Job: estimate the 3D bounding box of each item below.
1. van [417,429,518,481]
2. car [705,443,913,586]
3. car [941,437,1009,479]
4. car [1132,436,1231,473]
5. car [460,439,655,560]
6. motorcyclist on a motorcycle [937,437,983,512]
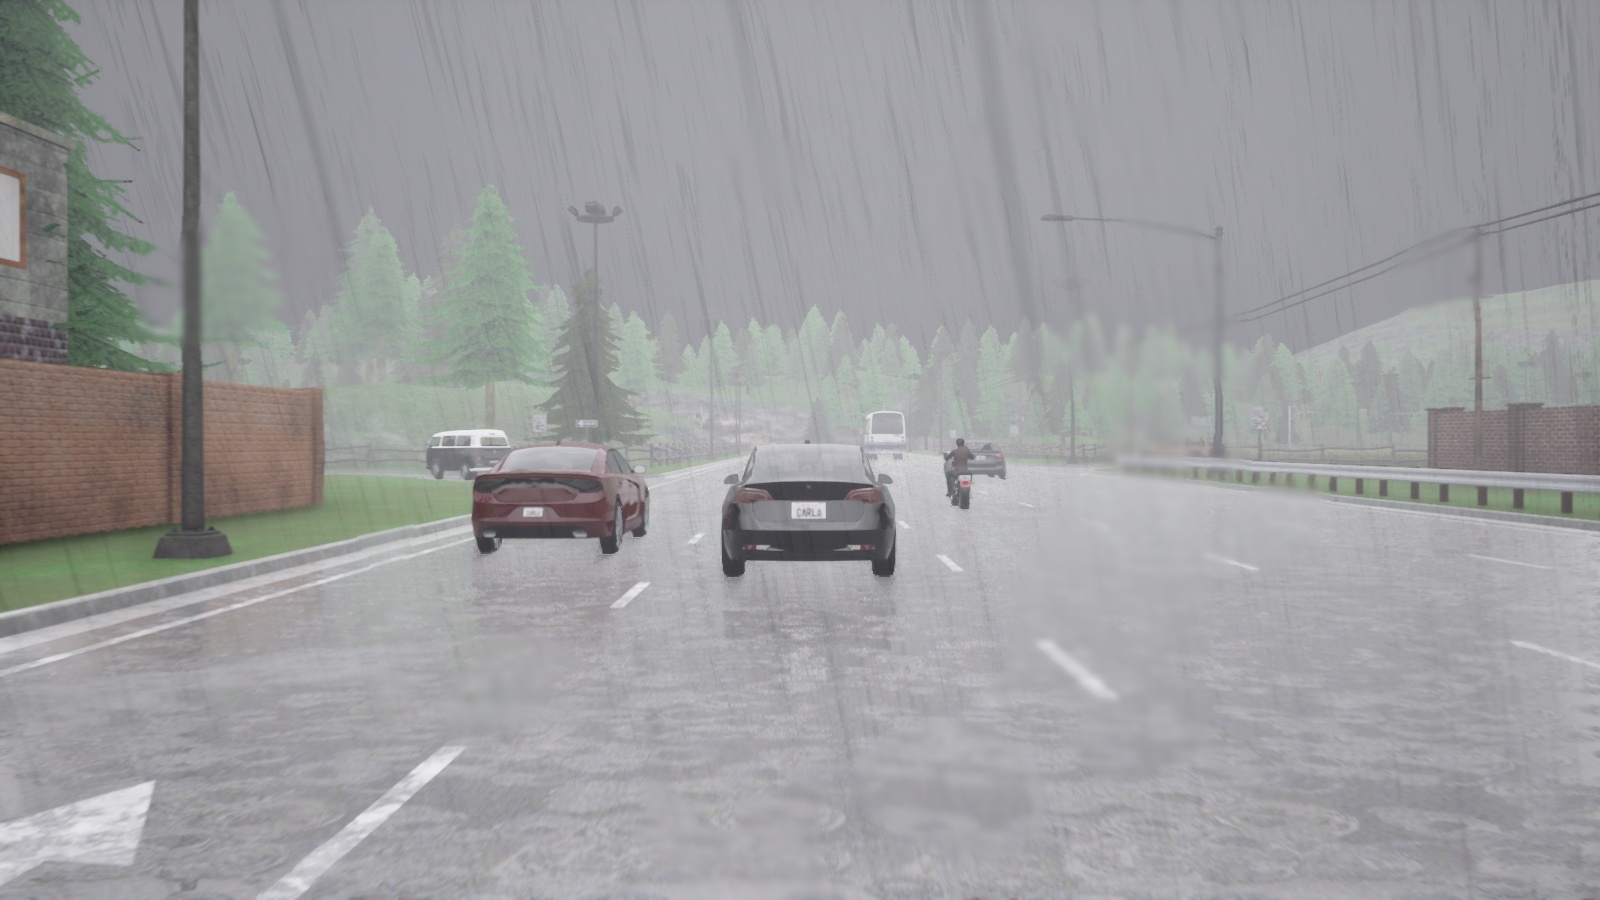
[{"bbox_3d":[-13.586,0.171,51.175,2.069,2.038,4.480,0,0,-43],"label":"van"},{"bbox_3d":[0.103,0.659,15.467,2.163,1.488,4.792,0,0,0],"label":"car"},{"bbox_3d":[7.315,0.299,52.950,2.242,1.667,4.611,0,0,0],"label":"car"},{"bbox_3d":[20.088,0.206,66.275,4.605,1.855,1.932,0,0,43],"label":"car"},{"bbox_3d":[-3.380,0.617,18.520,1.882,1.535,5.008,0,0,0],"label":"car"},{"bbox_3d":[3.679,0.536,29.024,0.766,1.649,2.350,0,0,0],"label":"motorcyclist on a motorcycle"}]
